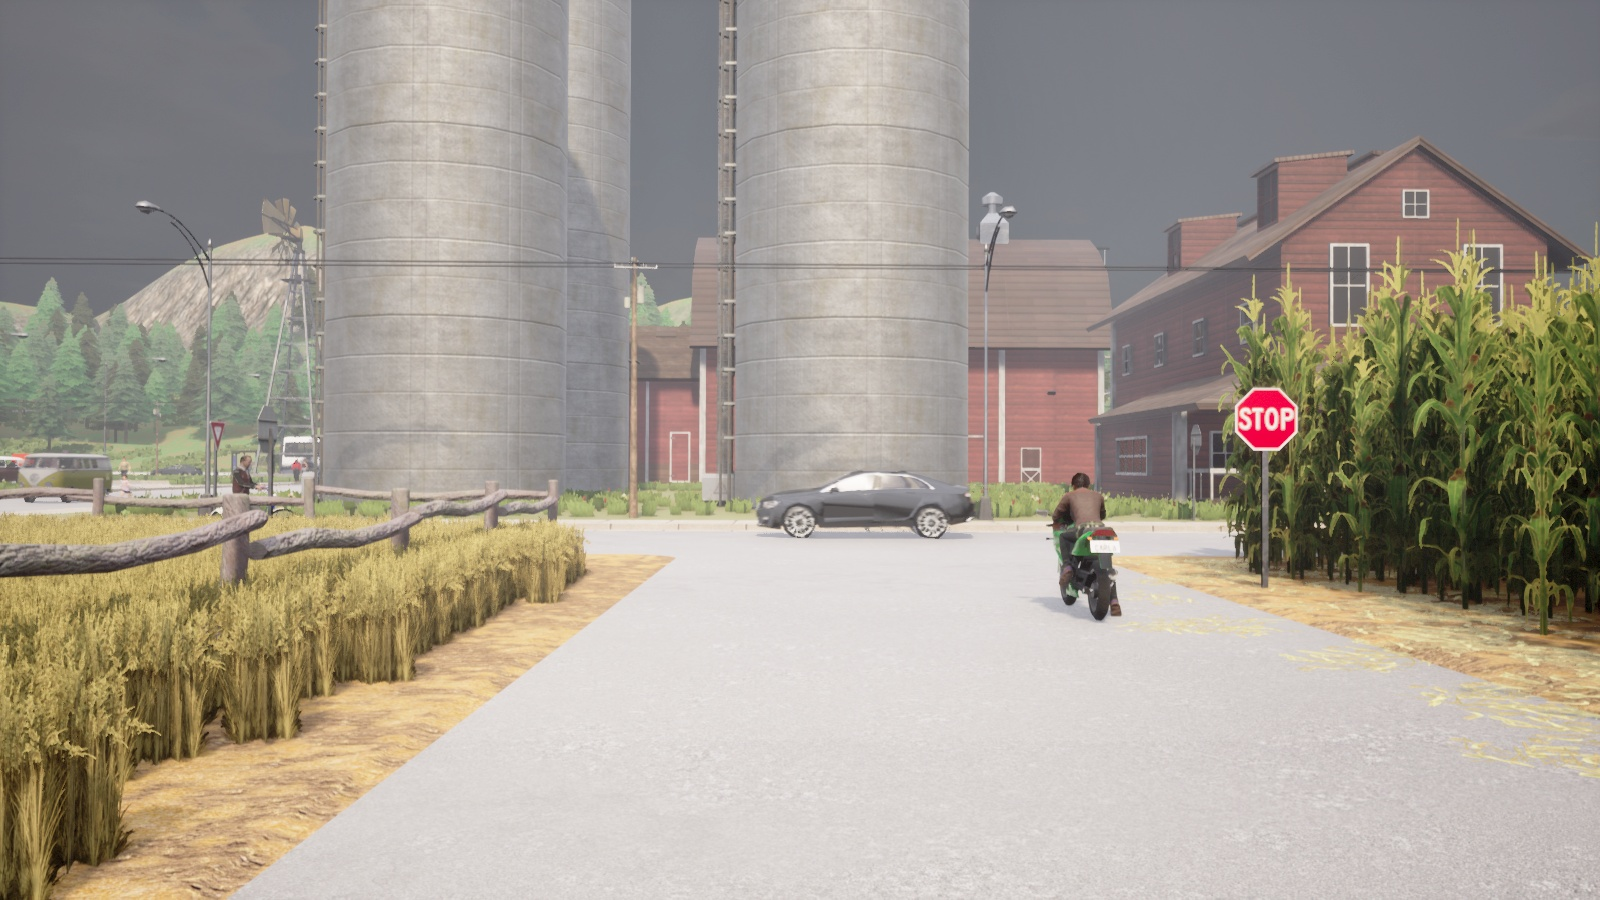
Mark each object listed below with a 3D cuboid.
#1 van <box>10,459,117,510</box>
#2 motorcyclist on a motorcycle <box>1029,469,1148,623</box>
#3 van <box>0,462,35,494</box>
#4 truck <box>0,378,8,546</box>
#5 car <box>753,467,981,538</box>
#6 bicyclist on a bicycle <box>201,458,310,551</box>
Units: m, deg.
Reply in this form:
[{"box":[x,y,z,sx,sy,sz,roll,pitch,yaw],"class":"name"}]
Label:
[{"box":[-29.674,1.356,50.742,1.775,1.987,4.442,0,-1,-1],"class":"van"},{"box":[3.064,0.976,13.560,0.797,1.523,2.044,0,-1,0],"class":"motorcyclist on a motorcycle"},{"box":[-52.719,1.829,82.651,2.069,2.038,4.480,0,-1,-1],"class":"van"},{"box":[-20.380,0.247,24.556,7.936,3.462,2.891,0,-1,0],"class":"truck"},{"box":[1.444,1.145,28.153,4.902,1.511,2.128,0,-1,0],"class":"car"},{"box":[-10.658,1.062,24.603,1.843,1.776,0.659,0,-1,0],"class":"bicyclist on a bicycle"}]
